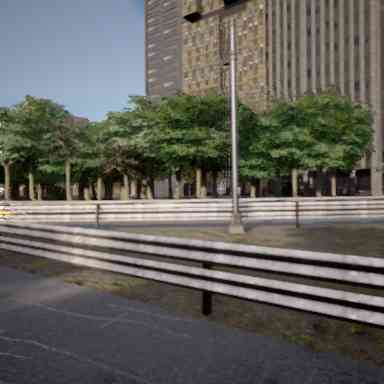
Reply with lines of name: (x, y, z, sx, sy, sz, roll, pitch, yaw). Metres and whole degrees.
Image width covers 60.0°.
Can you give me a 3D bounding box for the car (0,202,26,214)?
car: (-14.991, 1.396, 24.473, 5.366, 1.575, 1.801, 0, 0, 13)
